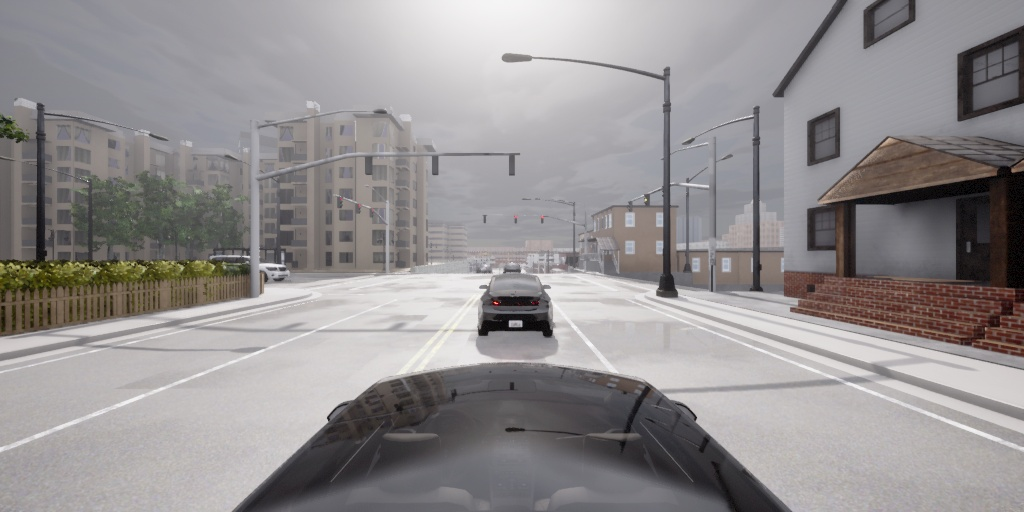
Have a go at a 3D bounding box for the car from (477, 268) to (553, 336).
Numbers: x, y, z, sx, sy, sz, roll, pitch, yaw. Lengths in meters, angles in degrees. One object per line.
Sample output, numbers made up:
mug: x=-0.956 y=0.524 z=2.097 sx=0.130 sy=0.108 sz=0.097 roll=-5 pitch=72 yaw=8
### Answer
car: x=0.092 y=1.255 z=10.360 sx=1.837 sy=1.490 sz=4.892 roll=0 pitch=0 yaw=0

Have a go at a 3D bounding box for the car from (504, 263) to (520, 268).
car: x=0.022 y=1.502 z=43.088 sx=1.994 sy=1.385 sz=4.181 roll=0 pitch=-5 yaw=1

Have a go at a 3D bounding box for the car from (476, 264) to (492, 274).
car: x=-3.618 y=1.755 z=47.174 sx=2.128 sy=1.511 sz=4.902 roll=0 pitch=-5 yaw=0

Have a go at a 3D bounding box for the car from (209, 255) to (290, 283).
car: x=-19.956 y=0.971 z=27.050 sx=5.566 sy=2.045 sz=2.150 roll=0 pitch=0 yaw=1
